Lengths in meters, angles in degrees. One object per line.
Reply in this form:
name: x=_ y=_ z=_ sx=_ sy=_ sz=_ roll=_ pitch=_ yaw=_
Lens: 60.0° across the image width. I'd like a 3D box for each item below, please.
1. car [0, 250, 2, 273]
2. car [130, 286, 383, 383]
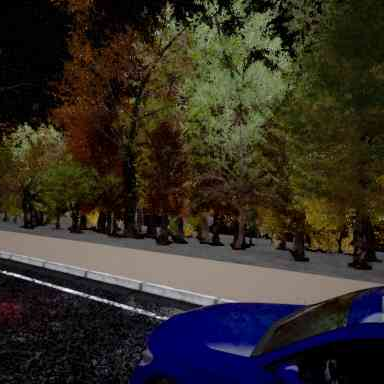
car: x=-6.723 y=1.503 z=8.504 sx=4.892 sy=1.490 sz=1.837 roll=0 pitch=0 yaw=36
car: x=1.597 y=1.526 z=2.544 sx=4.674 sy=1.442 sz=1.812 roll=0 pitch=0 yaw=36
